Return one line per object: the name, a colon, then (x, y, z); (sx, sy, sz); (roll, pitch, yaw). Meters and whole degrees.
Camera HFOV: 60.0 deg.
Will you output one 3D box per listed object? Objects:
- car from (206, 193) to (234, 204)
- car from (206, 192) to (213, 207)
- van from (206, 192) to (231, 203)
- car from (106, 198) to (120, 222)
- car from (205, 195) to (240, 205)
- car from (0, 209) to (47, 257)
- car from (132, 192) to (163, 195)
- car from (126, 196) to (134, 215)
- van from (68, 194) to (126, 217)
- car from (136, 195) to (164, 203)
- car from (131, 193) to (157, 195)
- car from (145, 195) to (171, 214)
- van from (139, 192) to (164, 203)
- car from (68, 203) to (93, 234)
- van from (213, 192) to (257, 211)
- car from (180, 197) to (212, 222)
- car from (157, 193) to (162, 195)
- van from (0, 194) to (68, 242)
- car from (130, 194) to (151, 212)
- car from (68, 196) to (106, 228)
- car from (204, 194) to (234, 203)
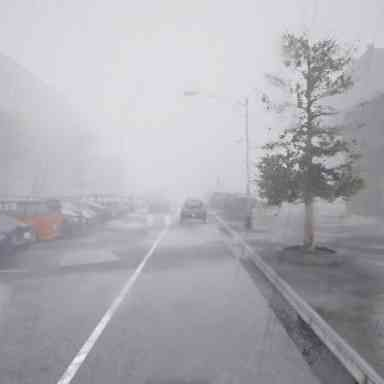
car: (4.647, 1.081, 55.763); (4.553, 1.767, 2.185); (0, 0, 0)
car: (4.707, 1.037, 39.014); (5.566, 2.045, 2.435); (0, 0, 0)
van: (4.795, 0.982, 61.329); (4.442, 1.987, 1.878); (0, -1, 0)
car: (-7.645, 1.372, 21.851); (5.008, 1.535, 2.097); (0, 0, 0)
car: (4.864, 1.218, 52.845); (5.366, 1.575, 1.946); (0, 0, 0)
car: (-7.678, 1.456, 10.800); (4.792, 1.488, 2.163); (0, 0, 0)
car: (-7.623, 0.956, 55.498); (5.566, 2.045, 2.435); (0, 0, 0)
car: (-7.657, 1.345, 27.563); (4.892, 1.521, 2.231); (0, 0, 0)
van: (-7.534, 1.132, 24.769); (4.442, 1.987, 1.878); (0, 0, 0)
car: (-7.682, 1.234, 61.066); (4.792, 1.488, 2.163); (0, 0, 0)
car: (-7.837, 1.259, 44.325); (5.366, 1.575, 1.946); (0, 0, 0)
car: (-3.098, 1.316, 32.867); (1.882, 1.535, 5.008); (0, 0, 0)
van: (-7.769, 1.008, 63.855); (4.442, 1.987, 1.878); (0, 0, 0)
car: (-7.648, 1.439, 16.389); (4.674, 1.452, 2.002); (0, 0, 0)
van: (4.796, 1.077, 36.223); (4.442, 1.987, 1.878); (0, 0, 0)
car: (0.099, 1.370, 24.753); (2.128, 1.511, 4.902); (0, 0, 0)
car: (-7.623, 1.251, 52.706); (4.792, 1.488, 2.163); (0, 0, 0)
van: (-7.767, 1.187, 13.595); (4.442, 1.987, 1.878); (0, 0, 0)
car: (-7.837, 1.287, 38.738); (5.366, 1.575, 1.946); (0, 0, 0)
car: (-7.681, 1.260, 19.181); (4.553, 1.767, 2.185); (0, 0, 0)
car: (4.683, 1.198, 58.553); (5.008, 1.535, 2.097); (0, 0, 0)
